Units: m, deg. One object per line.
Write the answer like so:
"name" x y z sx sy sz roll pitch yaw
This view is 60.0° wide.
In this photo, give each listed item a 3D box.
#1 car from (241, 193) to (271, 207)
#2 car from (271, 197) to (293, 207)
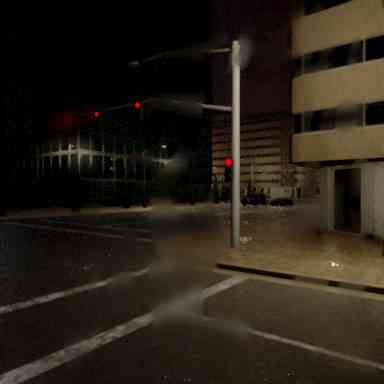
"car" 9.671 1.199 51.555 2.150 2.045 5.566 0 0 37
"car" 13.907 1.529 51.364 2.033 1.411 5.357 0 0 37
